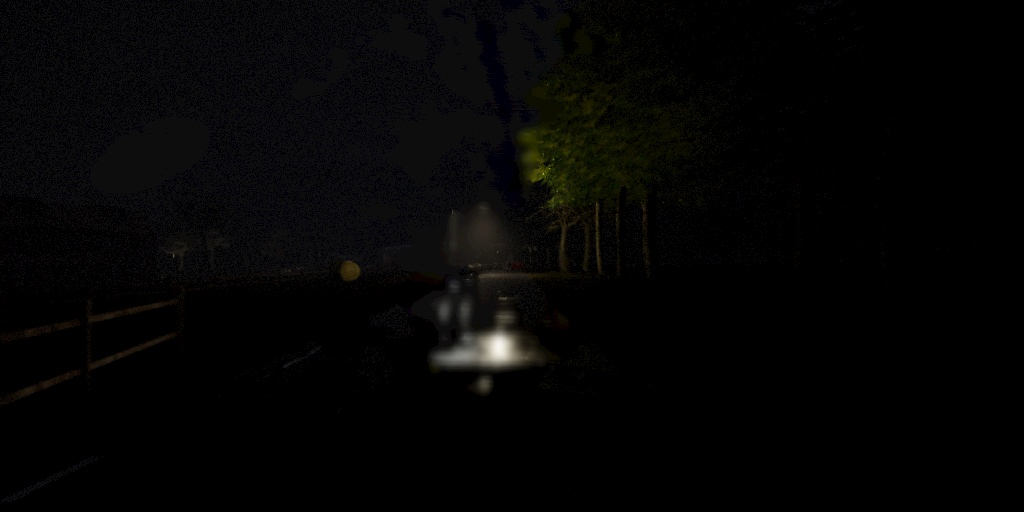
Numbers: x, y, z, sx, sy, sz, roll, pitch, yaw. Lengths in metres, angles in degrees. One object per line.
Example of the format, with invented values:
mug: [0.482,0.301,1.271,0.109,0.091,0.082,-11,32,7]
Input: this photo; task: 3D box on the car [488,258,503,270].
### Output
car: [-2.785,1.409,61.053,2.150,2.045,5.566,0,-1,1]

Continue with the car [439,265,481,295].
car: [-2.839,1.268,20.208,2.128,1.511,4.902,0,0,0]

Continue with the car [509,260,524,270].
car: [0.946,1.538,62.172,2.097,1.767,4.553,0,-1,0]
